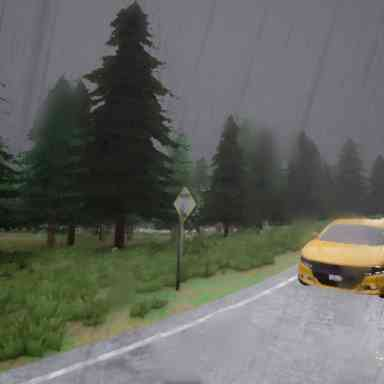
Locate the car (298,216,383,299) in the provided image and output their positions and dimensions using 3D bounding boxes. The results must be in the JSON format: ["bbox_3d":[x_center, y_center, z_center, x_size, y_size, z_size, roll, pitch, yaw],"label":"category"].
[{"bbox_3d":[4.398,1.462,8.789,1.882,1.535,5.008,1,1,36],"label":"car"}]

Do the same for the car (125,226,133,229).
[{"bbox_3d":[-17.269,8.820,84.860,4.193,1.474,1.816,3,3,-1],"label":"car"}]
